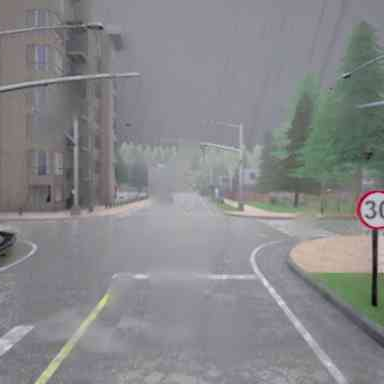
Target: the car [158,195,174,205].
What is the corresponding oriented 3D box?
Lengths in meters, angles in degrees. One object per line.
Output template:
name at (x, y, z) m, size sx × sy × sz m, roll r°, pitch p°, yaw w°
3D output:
car at (-3.516, 1.063, 45.657) m, size 2.033 × 1.411 × 5.357 m, roll 0°, pitch 1°, yaw 0°
